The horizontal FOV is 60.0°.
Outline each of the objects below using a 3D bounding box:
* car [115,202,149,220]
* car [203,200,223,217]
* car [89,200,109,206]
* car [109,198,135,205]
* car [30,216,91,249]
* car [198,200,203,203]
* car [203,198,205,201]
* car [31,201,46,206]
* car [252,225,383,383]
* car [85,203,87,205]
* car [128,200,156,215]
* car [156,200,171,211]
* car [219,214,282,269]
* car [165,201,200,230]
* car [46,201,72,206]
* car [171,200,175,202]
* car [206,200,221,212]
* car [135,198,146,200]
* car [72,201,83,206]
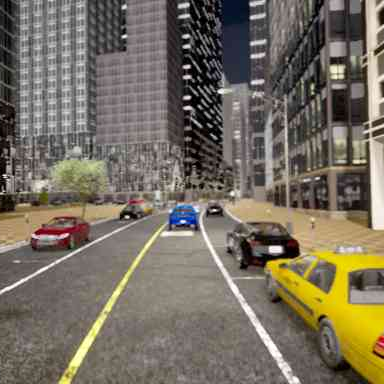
[{"bbox_3d":[-5.806,1.920,32.370,1.947,1.339,4.313,0,0,2],"label":"car"},{"bbox_3d":[2.289,1.818,34.307,1.947,1.339,4.313,0,0,2],"label":"car"},{"bbox_3d":[-21.347,2.628,77.718,4.403,1.369,2.008,-1,-2,15],"label":"car"},{"bbox_3d":[-15.955,2.519,76.243,4.313,1.339,1.947,-1,-2,15],"label":"car"},{"bbox_3d":[-5.919,1.788,15.536,1.802,1.307,4.206,0,-1,-1],"label":"car"},{"bbox_3d":[-0.020,1.937,39.892,1.895,1.301,4.718,-1,-1,3],"label":"car"},{"bbox_3d":[2.577,1.738,39.988,1.967,1.590,4.097,0,0,4],"label":"car"},{"bbox_3d":[-37.526,2.887,82.150,4.097,1.590,1.967,-1,-2,15],"label":"car"},{"bbox_3d":[2.474,1.538,5.517,1.752,1.417,4.829,0,0,-3],"label":"car"},{"bbox_3d":[-24.668,2.935,86.796,4.403,1.369,2.008,-1,-2,15],"label":"car"},{"bbox_3d":[-5.579,1.925,37.694,1.752,1.417,4.829,0,0,3],"label":"car"},{"bbox_3d":[-4.817,2.043,48.793,2.008,1.369,4.403,0,0,5],"label":"car"},{"bbox_3d":[2.221,1.626,11.187,1.947,1.339,4.313,0,0,-2],"label":"car"},{"bbox_3d":[-0.549,1.671,22.805,1.882,1.535,5.008,-1,0,0],"label":"car"},{"bbox_3d":[-32.132,2.874,80.671,4.403,1.369,2.008,-1,-2,15],"label":"car"},{"bbox_3d":[-3.695,2.131,59.551,2.008,1.369,4.403,0,0,7],"label":"car"},{"bbox_3d":[2.964,1.886,45.617,1.887,1.381,4.507,0,0,5],"label":"car"},{"bbox_3d":[-13.882,2.452,83.849,5.009,1.841,2.192,-1,-2,15],"label":"car"},{"bbox_3d":[-30.227,3.036,88.318,4.829,1.417,1.752,-1,-2,15],"label":"car"}]
